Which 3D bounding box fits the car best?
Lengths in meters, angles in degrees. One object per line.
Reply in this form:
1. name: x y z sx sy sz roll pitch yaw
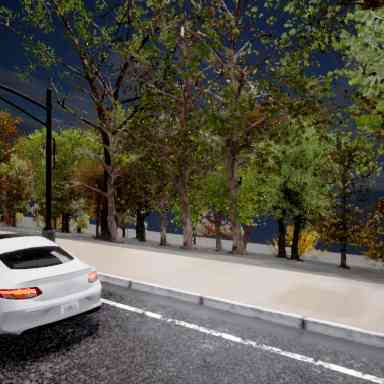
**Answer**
1. car: -3.624 1.525 6.273 4.674 1.442 1.812 0 0 37
